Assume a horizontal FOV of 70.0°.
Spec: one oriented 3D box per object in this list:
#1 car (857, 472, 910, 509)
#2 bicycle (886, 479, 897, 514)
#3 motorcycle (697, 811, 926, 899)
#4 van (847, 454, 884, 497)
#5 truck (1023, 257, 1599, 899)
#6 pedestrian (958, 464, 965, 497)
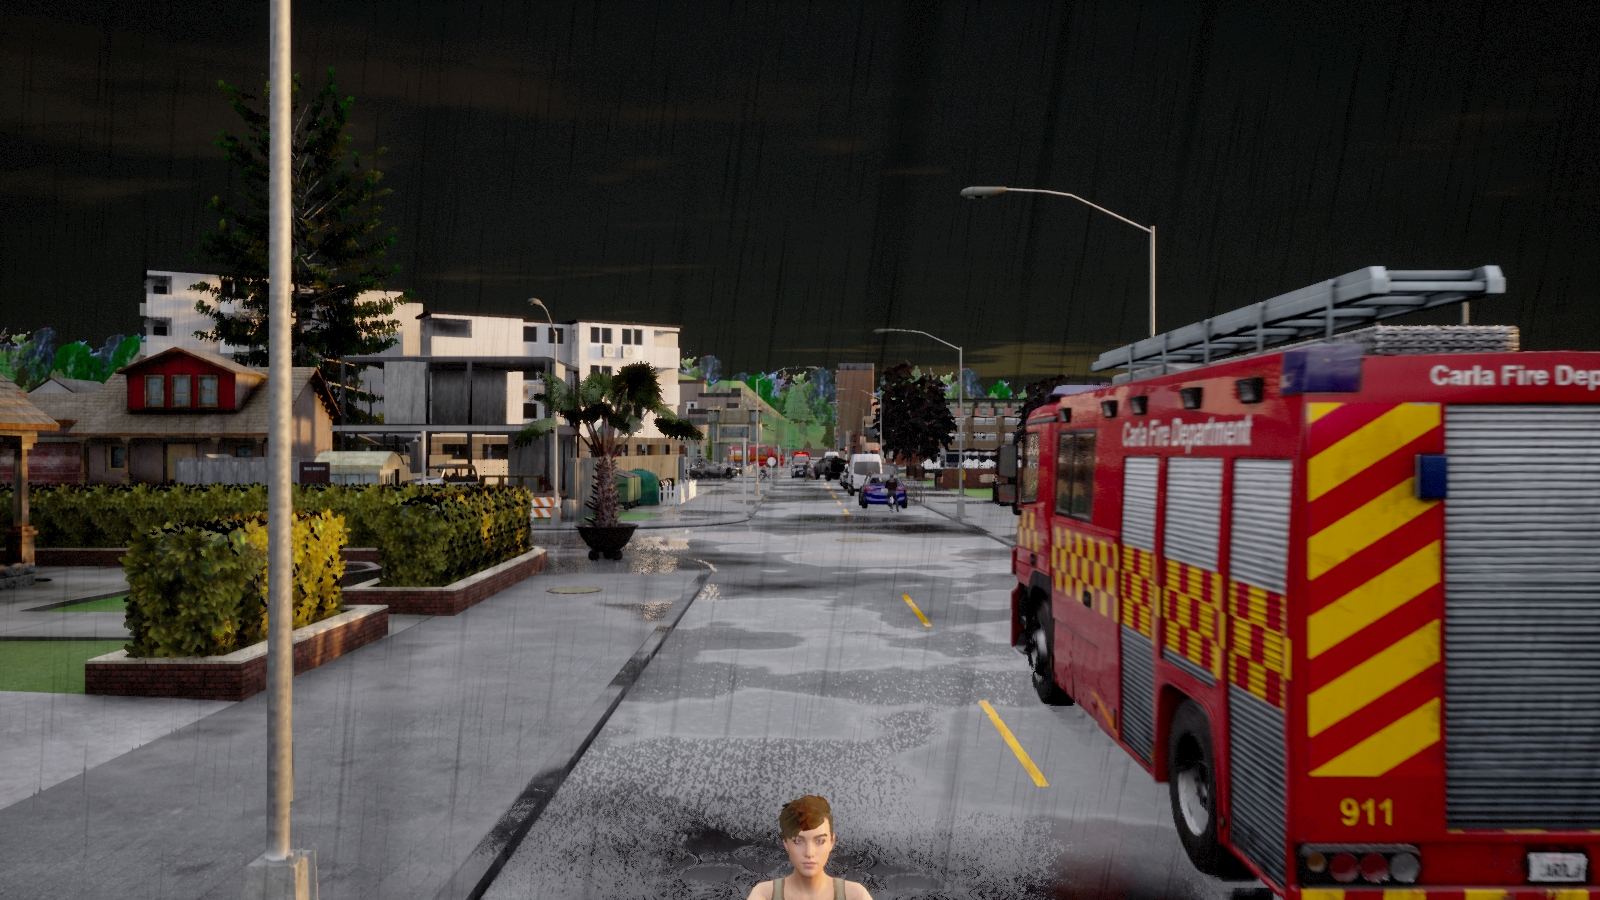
[{"bbox_3d":[4.046,1.967,56.171,2.242,1.667,4.611,0,0,0],"label":"car"},{"bbox_3d":[4.077,2.060,50.936,0.329,1.471,1.835,0,0,0],"label":"bicycle"},{"bbox_3d":[0.039,2.155,3.558,0.764,1.307,2.356,0,0,0],"label":"motorcycle"},{"bbox_3d":[4.045,1.534,71.355,1.988,2.561,5.915,0,0,0],"label":"van"},{"bbox_3d":[4.249,0.890,10.300,2.891,3.827,8.468,0,0,0],"label":"truck"},{"bbox_3d":[9.291,1.744,65.797,0.375,1.860,0.375,0,0,-1],"label":"pedestrian"}]
